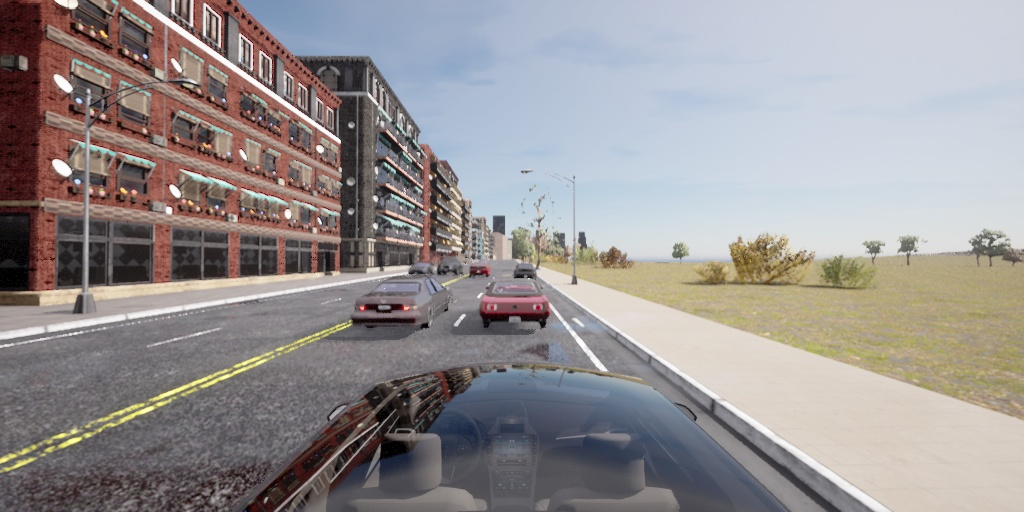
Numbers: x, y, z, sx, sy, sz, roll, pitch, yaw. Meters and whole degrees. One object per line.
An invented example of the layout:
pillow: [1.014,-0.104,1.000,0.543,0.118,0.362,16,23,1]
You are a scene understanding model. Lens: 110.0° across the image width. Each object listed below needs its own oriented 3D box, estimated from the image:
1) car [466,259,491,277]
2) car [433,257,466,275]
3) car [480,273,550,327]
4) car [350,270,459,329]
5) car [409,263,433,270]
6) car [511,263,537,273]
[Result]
car: [-3.256,1.358,37.181,1.882,1.535,5.008,0,0,0]
car: [-6.713,1.110,39.253,2.150,2.045,5.566,0,0,0]
car: [0.071,1.388,11.650,1.895,1.301,4.718,0,0,0]
car: [-3.180,1.333,11.393,2.033,1.411,5.357,0,0,0]
car: [-9.965,1.438,39.815,2.033,1.411,5.357,0,0,0]
car: [1.053,1.360,30.125,1.837,1.490,4.892,0,0,0]
